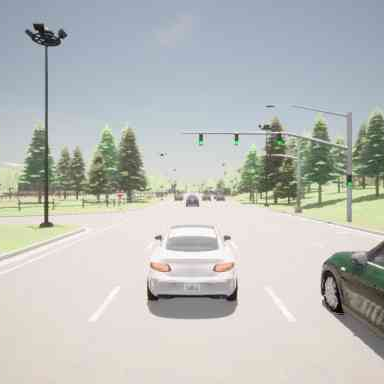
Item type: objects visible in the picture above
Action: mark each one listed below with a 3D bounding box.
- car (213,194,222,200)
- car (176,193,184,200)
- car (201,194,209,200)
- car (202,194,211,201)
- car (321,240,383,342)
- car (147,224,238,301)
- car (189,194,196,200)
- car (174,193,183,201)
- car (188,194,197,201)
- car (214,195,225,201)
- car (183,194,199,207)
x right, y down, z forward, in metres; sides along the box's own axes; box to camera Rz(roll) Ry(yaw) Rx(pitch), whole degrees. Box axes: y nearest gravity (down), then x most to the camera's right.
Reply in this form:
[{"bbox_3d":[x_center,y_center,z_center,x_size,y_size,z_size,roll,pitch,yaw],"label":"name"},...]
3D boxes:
[{"bbox_3d":[7.140,1.385,93.135,1.994,1.385,4.181,0,0,0],"label":"car"},{"bbox_3d":[-3.360,1.187,93.121,2.097,1.767,4.553,0,0,0],"label":"car"},{"bbox_3d":[3.640,1.372,93.140,2.033,1.411,5.357,0,0,0],"label":"car"},{"bbox_3d":[3.625,1.347,83.107,2.097,1.767,4.553,0,0,0],"label":"car"},{"bbox_3d":[3.608,1.351,4.785,2.097,1.767,4.553,0,0,0],"label":"car"},{"bbox_3d":[0.019,1.526,8.210,1.812,1.442,4.674,0,0,0],"label":"car"},{"bbox_3d":[0.140,1.332,93.146,1.837,1.490,4.892,0,0,0],"label":"car"},{"bbox_3d":[-3.375,1.544,83.114,1.994,1.385,4.181,0,0,0],"label":"car"},{"bbox_3d":[0.125,1.347,83.112,2.097,1.767,4.553,0,0,0],"label":"car"},{"bbox_3d":[7.124,1.517,82.715,2.128,1.511,4.902,0,0,0],"label":"car"},{"bbox_3d":[0.078,1.352,52.083,2.097,1.767,4.553,0,0,0],"label":"car"}]
